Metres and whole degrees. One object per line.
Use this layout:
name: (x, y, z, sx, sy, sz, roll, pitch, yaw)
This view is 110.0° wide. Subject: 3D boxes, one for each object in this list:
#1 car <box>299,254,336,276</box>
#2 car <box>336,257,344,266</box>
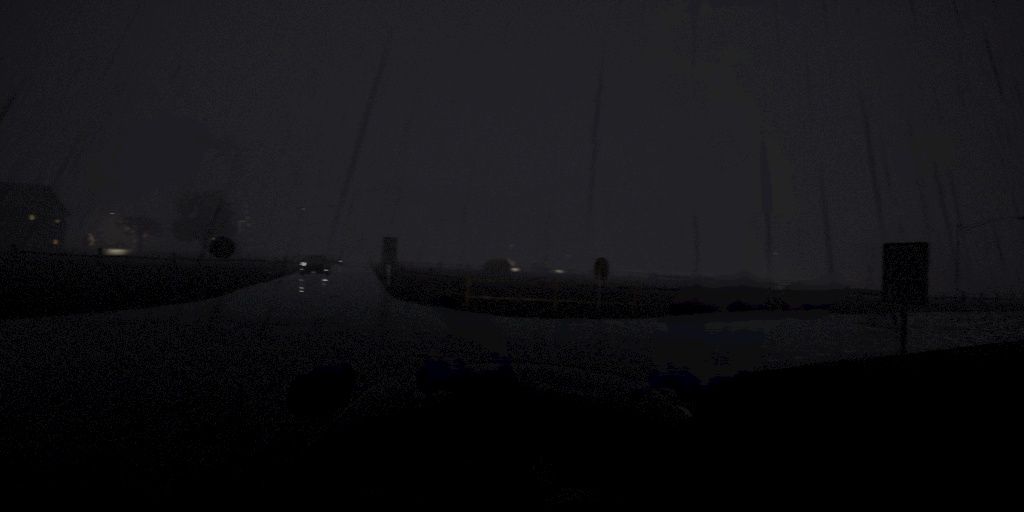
car: (-16.194, 0.662, 29.812, 2.097, 1.767, 4.553, 3, -1, -23)
car: (-24.975, 0.725, 50.840, 1.895, 1.301, 4.718, 3, -1, -22)
